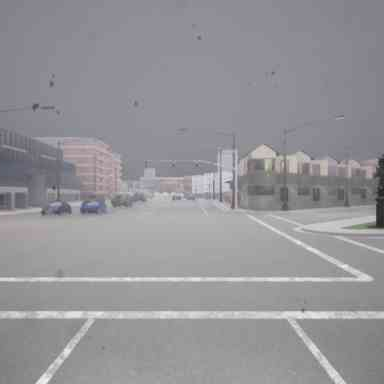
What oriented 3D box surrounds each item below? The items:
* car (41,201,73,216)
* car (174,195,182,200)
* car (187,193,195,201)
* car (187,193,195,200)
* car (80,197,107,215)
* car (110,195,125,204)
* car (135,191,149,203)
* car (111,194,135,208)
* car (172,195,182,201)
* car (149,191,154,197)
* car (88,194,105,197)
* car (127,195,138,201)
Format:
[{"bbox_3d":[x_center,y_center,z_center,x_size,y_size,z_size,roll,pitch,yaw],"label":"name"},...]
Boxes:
[{"bbox_3d":[-14.204,1.715,35.188,1.812,1.442,4.674,0,0,0],"label":"car"},{"bbox_3d":[-3.755,1.374,88.820,1.895,1.301,4.718,0,-2,0],"label":"car"},{"bbox_3d":[-0.226,1.416,78.817,1.895,1.301,4.718,0,-1,0],"label":"car"},{"bbox_3d":[-0.254,1.134,88.777,2.097,1.767,4.553,0,-2,0],"label":"car"},{"bbox_3d":[-10.705,1.671,36.430,1.882,1.535,5.008,0,0,0],"label":"car"},{"bbox_3d":[-14.214,1.454,64.026,1.812,1.442,4.674,0,1,0],"label":"car"},{"bbox_3d":[-10.699,1.097,67.496,2.150,2.045,5.566,0,1,0],"label":"car"},{"bbox_3d":[-10.727,1.371,51.404,2.150,2.045,5.566,0,1,0],"label":"car"},{"bbox_3d":[-3.724,1.340,78.362,2.128,1.511,4.902,0,-1,0],"label":"car"},{"bbox_3d":[-10.737,0.691,82.904,2.150,2.045,5.566,0,-1,0],"label":"car"},{"bbox_3d":[-14.231,1.389,48.864,2.150,2.045,5.566,0,1,0],"label":"car"},{"bbox_3d":[-14.228,1.373,79.618,1.994,1.385,4.181,0,0,0],"label":"car"}]
